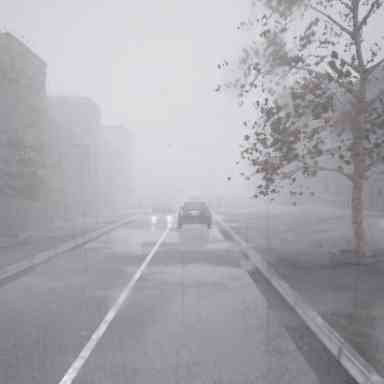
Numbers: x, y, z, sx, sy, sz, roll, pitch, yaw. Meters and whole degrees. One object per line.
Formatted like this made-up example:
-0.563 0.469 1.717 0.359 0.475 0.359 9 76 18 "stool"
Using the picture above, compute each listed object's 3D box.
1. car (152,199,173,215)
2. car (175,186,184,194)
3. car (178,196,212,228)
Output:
-2.980 1.467 34.476 1.882 1.535 5.008 0 0 0 "car"
-2.750 -0.492 75.683 1.882 1.535 5.008 0 4 1 "car"
0.171 1.346 22.281 2.097 1.767 4.553 0 0 0 "car"
